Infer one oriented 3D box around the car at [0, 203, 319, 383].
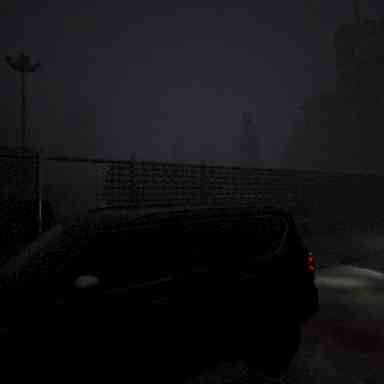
[{"bbox_3d":[-0.804,1.214,4.026,5.566,2.045,2.150,-1,1,-35],"label":"car"}]
